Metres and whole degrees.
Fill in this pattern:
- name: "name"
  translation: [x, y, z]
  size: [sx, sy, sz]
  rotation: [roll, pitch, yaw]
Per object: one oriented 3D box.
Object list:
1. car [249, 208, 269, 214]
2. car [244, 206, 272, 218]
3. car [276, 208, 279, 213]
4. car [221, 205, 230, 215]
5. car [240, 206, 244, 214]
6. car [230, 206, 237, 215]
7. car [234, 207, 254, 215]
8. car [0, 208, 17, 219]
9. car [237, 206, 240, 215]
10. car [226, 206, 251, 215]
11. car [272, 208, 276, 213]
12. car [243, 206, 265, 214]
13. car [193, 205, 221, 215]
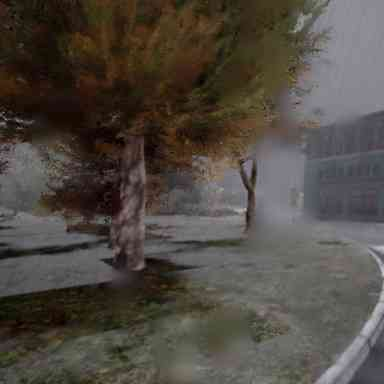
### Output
- name: "car"
  translation: [17.647, 4.991, 87.684]
  size: [4.892, 1.521, 2.231]
  rotation: [0, -2, 15]
- name: "car"
  translation: [11.070, 3.362, 55.461]
  size: [2.150, 2.045, 5.566]
  rotation: [0, -3, 31]
- name: "car"
  translation: [21.062, 5.043, 92.541]
  size: [4.553, 1.767, 2.185]
  rotation: [0, -2, 15]
- name: "car"
  translation: [4.289, 3.651, 68.023]
  size: [5.566, 2.045, 2.435]
  rotation: [1, -3, 13]
- name: "car"
  translation: [9.051, 4.369, 75.463]
  size: [5.366, 1.575, 1.946]
  rotation: [1, -2, 14]
- name: "car"
  translation: [5.980, 3.812, 70.499]
  size: [5.566, 2.045, 2.435]
  rotation: [1, -3, 13]
- name: "car"
  translation: [12.604, 4.526, 80.345]
  size: [4.553, 1.767, 2.185]
  rotation: [1, -2, 14]
- name: "car"
  translation: [-24.730, 2.745, 41.634]
  size: [4.902, 1.511, 2.128]
  rotation: [0, -2, -22]
- name: "car"
  translation: [7.557, 4.096, 72.975]
  size: [4.553, 1.767, 2.185]
  rotation: [1, -3, 13]
- name: "car"
  translation: [10.933, 4.268, 77.900]
  size: [5.566, 2.045, 2.435]
  rotation: [1, -3, 14]
- name: "car"
  translation: [19.369, 5.082, 90.101]
  size: [5.008, 1.535, 2.097]
  rotation: [0, -1, 15]
- name: "car"
  translation: [15.924, 4.636, 85.252]
  size: [5.566, 2.045, 2.435]
  rotation: [0, -2, 15]
- name: "car"
  translation: [2.693, 3.744, 65.519]
  size: [4.892, 1.521, 2.231]
  rotation: [1, -3, 13]
